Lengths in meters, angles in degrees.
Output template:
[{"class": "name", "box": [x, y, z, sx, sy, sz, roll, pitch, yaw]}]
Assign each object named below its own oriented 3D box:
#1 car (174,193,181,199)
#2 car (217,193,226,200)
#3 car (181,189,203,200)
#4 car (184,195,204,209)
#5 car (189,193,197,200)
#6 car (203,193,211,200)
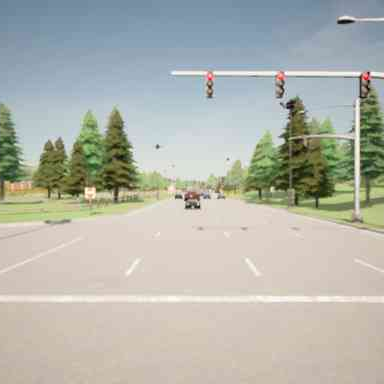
[{"class": "car", "box": [-3.287, 1.057, 81.964, 1.882, 1.535, 5.008, 0, 0, 0]}, {"class": "car", "box": [7.213, 1.105, 81.937, 2.128, 1.511, 4.902, 0, 0, 0]}, {"class": "car", "box": [0.056, 0.350, 40.623, 1.812, 1.442, 4.674, 1, -1, 3]}, {"class": "car", "box": [0.116, 1.454, 40.540, 1.895, 1.301, 4.718, 1, 0, 0]}, {"class": "car", "box": [0.213, 1.058, 81.955, 1.882, 1.535, 5.008, 0, 0, 0]}, {"class": "car", "box": [3.713, 1.104, 81.946, 1.812, 1.442, 4.674, 0, 0, 0]}]
